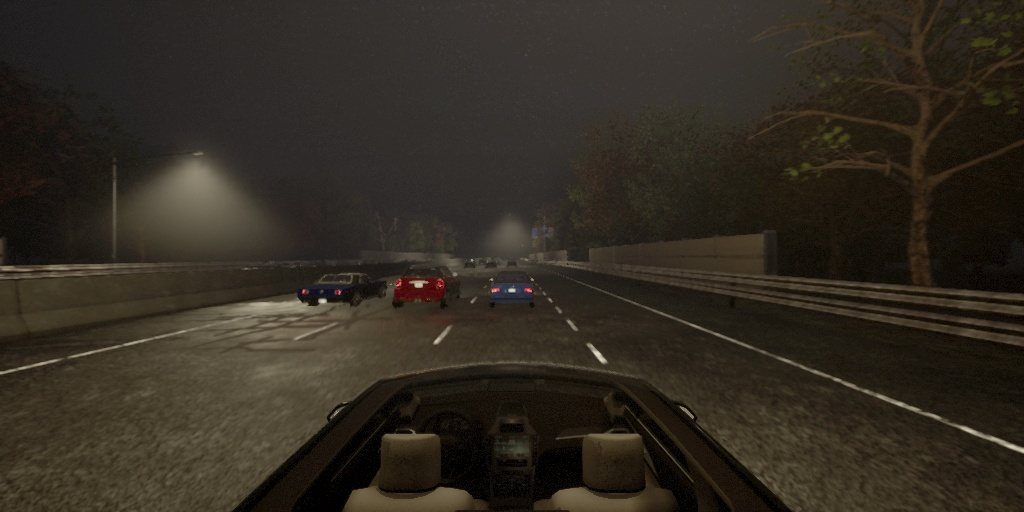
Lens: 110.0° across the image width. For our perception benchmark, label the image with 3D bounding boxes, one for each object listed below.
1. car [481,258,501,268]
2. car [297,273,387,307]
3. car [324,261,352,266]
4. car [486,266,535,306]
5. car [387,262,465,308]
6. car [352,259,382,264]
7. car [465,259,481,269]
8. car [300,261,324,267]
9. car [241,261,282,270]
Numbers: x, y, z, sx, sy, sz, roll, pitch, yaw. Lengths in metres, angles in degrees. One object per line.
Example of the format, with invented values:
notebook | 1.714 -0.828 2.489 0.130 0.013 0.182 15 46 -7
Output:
car | -3.505 1.346 60.790 2.128 1.511 4.902 0 0 0
car | -7.003 1.375 15.487 1.895 1.301 4.718 0 0 0
car | -21.057 1.352 44.726 1.812 1.442 4.674 0 0 0
car | -0.003 1.322 15.763 2.033 1.411 5.357 0 0 0
car | -3.500 1.126 15.578 2.097 1.767 4.553 0 0 0
car | -17.562 1.178 44.555 2.097 1.767 4.553 0 0 0
car | -7.003 1.346 60.699 2.128 1.511 4.902 0 0 0
car | -24.553 1.352 44.718 1.812 1.442 4.674 0 0 0
car | -28.062 1.311 40.369 2.128 1.511 4.902 0 0 1
